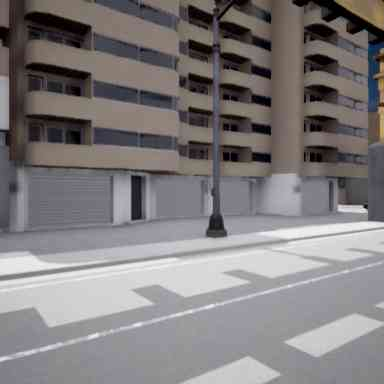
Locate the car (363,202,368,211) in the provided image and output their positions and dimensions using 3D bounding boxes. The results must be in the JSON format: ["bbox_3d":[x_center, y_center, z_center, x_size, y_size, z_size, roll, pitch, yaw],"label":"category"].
[{"bbox_3d":[20.689,1.401,35.318,2.038,1.542,4.974,0,0,-11],"label":"car"}]
